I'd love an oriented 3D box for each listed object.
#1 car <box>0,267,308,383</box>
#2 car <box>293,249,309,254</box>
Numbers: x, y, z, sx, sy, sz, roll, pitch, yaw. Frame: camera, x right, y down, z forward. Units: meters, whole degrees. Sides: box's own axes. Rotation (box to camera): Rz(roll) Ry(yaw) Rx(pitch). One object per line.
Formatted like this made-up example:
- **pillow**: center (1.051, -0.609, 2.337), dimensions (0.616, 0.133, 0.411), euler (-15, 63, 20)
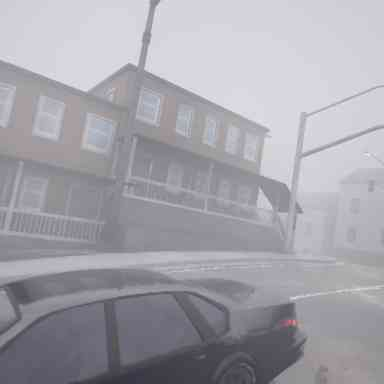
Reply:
- **car**: center (-1.164, 1.548, 3.164), dimensions (5.357, 1.411, 2.033), euler (1, -1, -36)
- **car**: center (8.810, 5.843, 30.357), dimensions (2.128, 1.511, 4.902), euler (13, -16, -34)
